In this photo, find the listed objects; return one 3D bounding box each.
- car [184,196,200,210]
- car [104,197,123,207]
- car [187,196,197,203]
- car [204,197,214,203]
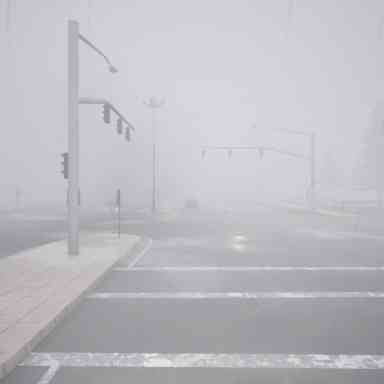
[{"bbox_3d":[-0.037,1.526,43.480,1.812,1.442,4.674,0,0,0],"label":"car"},{"bbox_3d":[-11.622,1.526,49.800,1.812,1.442,4.674,0,0,0],"label":"car"},{"bbox_3d":[-0.059,1.564,68.915,1.994,1.385,4.181,0,0,0],"label":"car"},{"bbox_3d":[3.441,1.601,68.949,1.895,1.301,4.718,0,0,0],"label":"car"}]
